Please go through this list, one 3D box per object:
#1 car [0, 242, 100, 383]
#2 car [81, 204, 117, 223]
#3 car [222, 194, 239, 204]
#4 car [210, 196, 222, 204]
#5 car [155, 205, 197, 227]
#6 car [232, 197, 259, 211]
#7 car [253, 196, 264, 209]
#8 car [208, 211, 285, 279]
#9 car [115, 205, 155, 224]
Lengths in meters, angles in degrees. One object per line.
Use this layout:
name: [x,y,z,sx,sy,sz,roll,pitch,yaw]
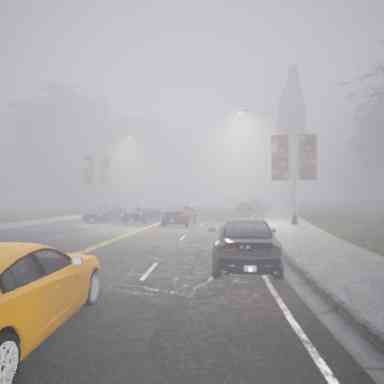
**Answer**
car: [-2.930,1.509,5.094,1.882,1.535,5.008,0,0,2]
car: [-6.942,1.688,27.233,2.033,1.411,5.357,0,0,12]
car: [8.040,1.400,65.798,2.150,2.045,5.566,-1,0,18]
car: [5.100,1.567,67.264,2.097,1.767,4.553,-1,0,18]
car: [-0.847,1.614,23.291,1.812,1.442,4.674,0,0,10]
car: [6.301,1.588,38.571,1.812,1.442,4.674,-1,0,18]
car: [9.120,1.428,48.175,2.097,1.767,4.553,-1,0,18]
car: [1.569,1.550,10.186,1.837,1.490,4.892,0,0,5]
car: [-3.885,1.716,25.850,1.895,1.301,4.718,0,0,12]
